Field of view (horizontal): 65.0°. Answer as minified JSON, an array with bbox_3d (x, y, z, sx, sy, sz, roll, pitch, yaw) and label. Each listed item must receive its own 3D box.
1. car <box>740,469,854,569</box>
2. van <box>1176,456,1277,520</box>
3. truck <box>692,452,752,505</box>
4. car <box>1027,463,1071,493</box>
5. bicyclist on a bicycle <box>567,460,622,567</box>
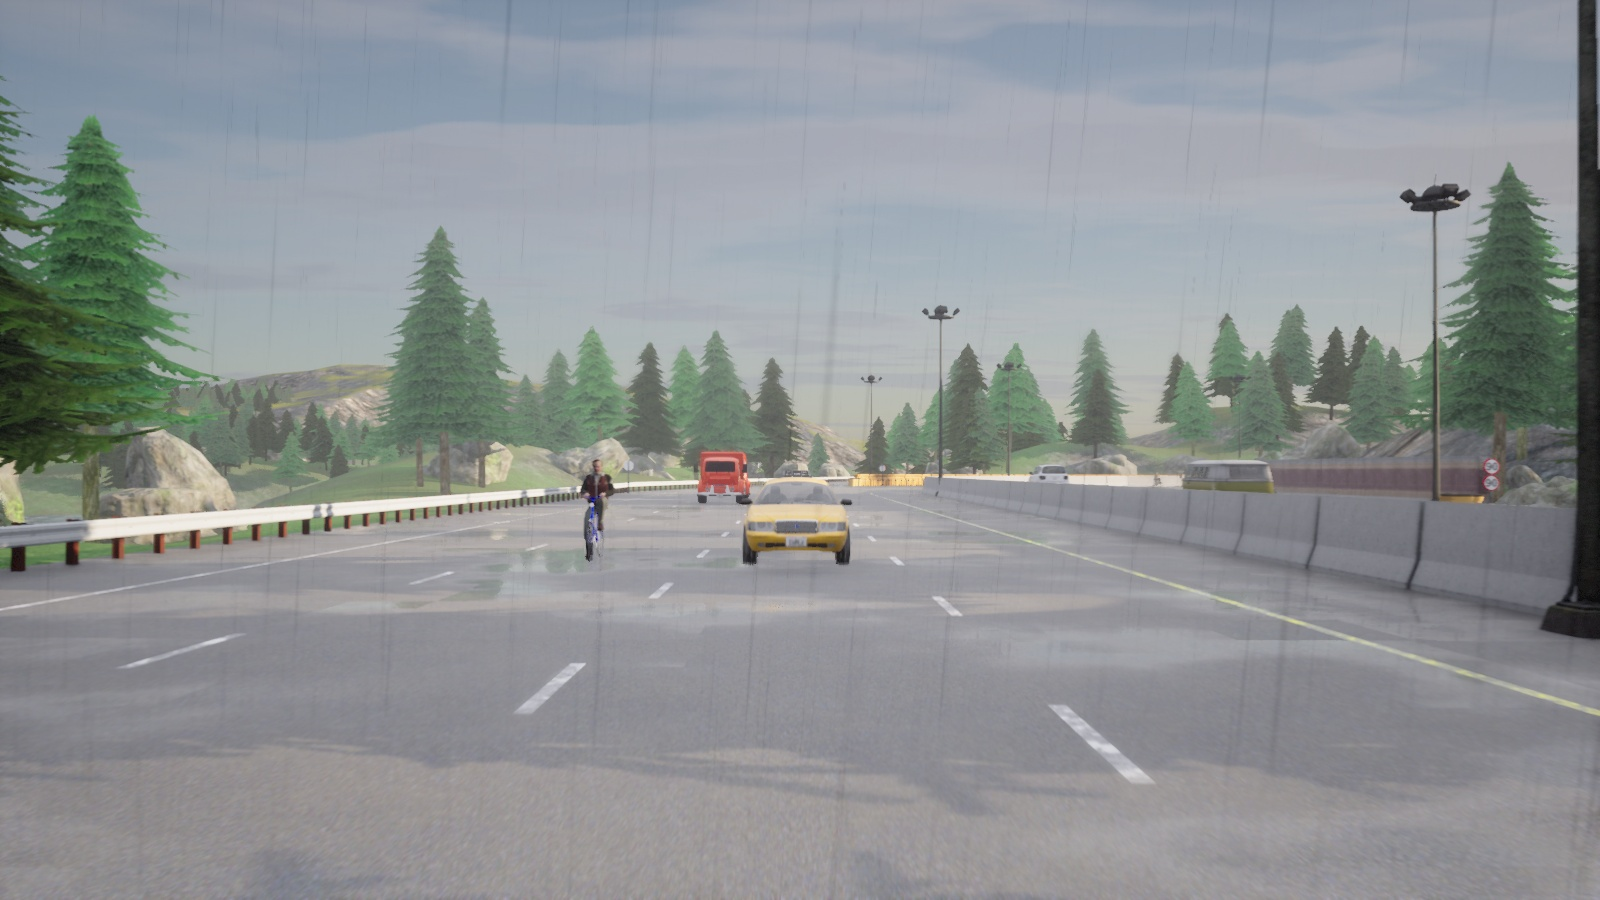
[{"bbox_3d":[-0.052,1.132,22.578,1.801,1.575,5.366,0,-1,0],"label":"car"},{"bbox_3d":[13.872,1.201,41.103,1.775,1.987,4.442,0,-1,0],"label":"van"},{"bbox_3d":[-3.732,1.364,61.006,2.627,2.467,5.204,0,-1,0],"label":"truck"},{"bbox_3d":[17.224,1.923,87.142,2.150,2.045,5.566,0,-1,2],"label":"car"},{"bbox_3d":[-3.552,1.064,21.790,0.659,1.776,1.843,0,-1,0],"label":"bicyclist on a bicycle"}]
